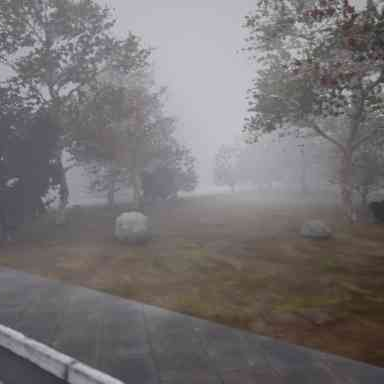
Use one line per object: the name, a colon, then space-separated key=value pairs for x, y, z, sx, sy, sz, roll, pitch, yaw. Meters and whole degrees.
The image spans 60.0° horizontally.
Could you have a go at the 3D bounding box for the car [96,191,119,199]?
car: x=-16.395 y=0.592 z=64.356 sx=1.837 sy=1.490 sz=4.892 roll=0 pitch=3 yaw=39
